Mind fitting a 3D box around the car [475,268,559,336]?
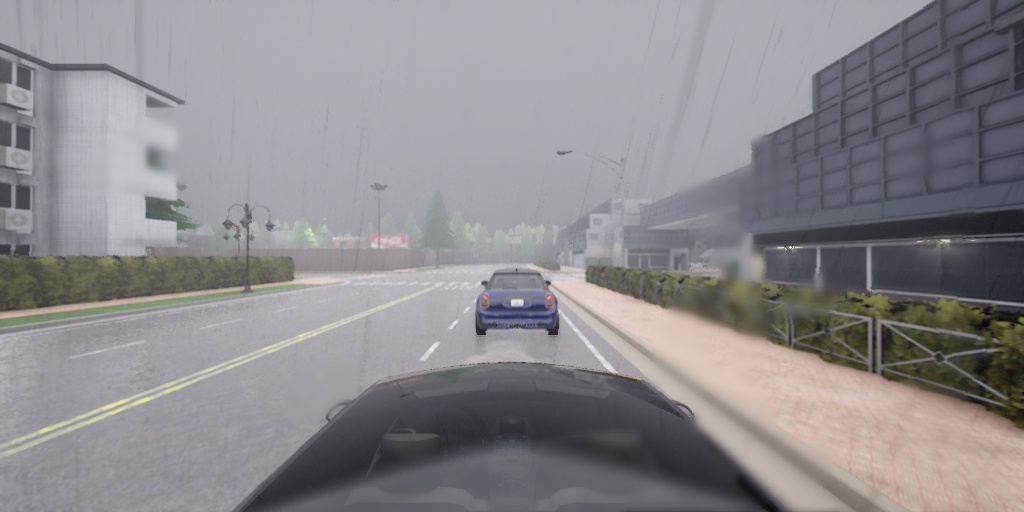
[{"bbox_3d":[0.125,1.147,10.699,2.097,1.767,4.553,0,0,0],"label":"car"}]
